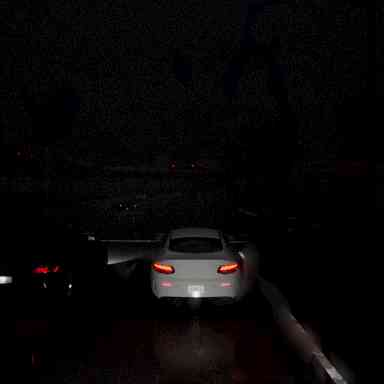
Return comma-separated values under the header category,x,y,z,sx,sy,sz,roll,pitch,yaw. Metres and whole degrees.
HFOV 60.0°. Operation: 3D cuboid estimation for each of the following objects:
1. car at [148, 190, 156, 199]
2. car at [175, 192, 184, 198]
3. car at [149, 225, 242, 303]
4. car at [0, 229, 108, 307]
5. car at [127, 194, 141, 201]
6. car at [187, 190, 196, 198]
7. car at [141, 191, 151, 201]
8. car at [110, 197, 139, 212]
category,x,y,z,sx,sy,sz,roll,pitch,yaw
car,-10.544,0.626,85.184,2.150,2.045,5.566,0,1,0
car,-3.545,0.884,87.192,1.812,1.442,4.674,0,1,0
car,0.077,1.526,8.090,1.812,1.442,4.674,0,0,0
car,-3.423,1.564,8.043,1.994,1.385,4.181,0,0,0
car,-10.612,1.412,57.231,1.994,1.385,4.181,0,1,0
car,-0.044,0.600,86.451,2.150,2.045,5.566,0,1,0
car,-10.536,1.154,70.630,1.882,1.535,5.008,0,1,0
car,-8.146,1.579,38.834,1.895,1.301,4.718,0,0,-26
